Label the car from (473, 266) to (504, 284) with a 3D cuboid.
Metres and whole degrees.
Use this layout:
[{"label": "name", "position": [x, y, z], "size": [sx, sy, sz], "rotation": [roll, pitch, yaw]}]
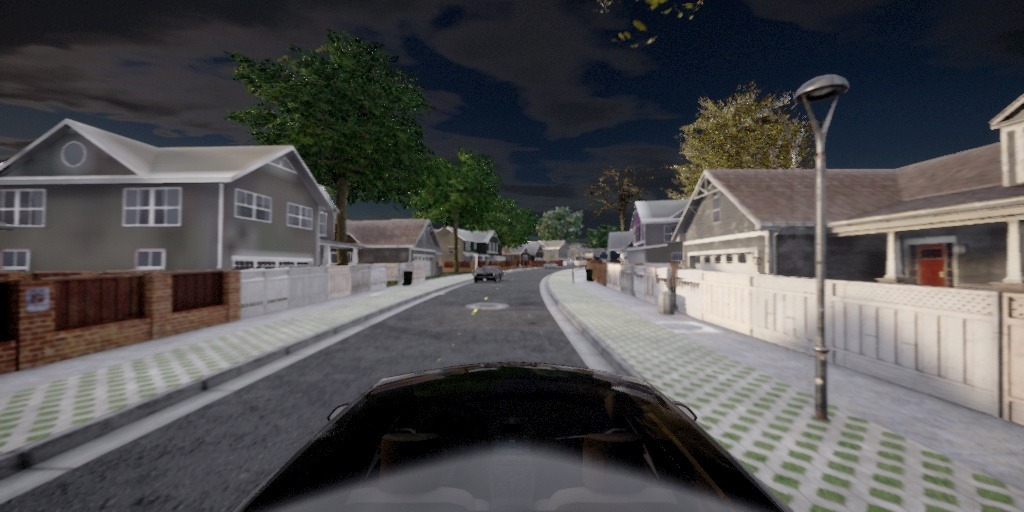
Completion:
[{"label": "car", "position": [-1.848, 1.500, 29.291], "size": [1.895, 1.301, 4.718], "rotation": [0, 0, 6]}]
